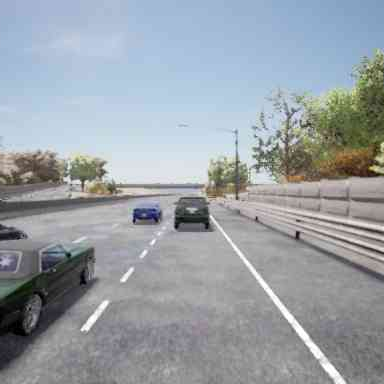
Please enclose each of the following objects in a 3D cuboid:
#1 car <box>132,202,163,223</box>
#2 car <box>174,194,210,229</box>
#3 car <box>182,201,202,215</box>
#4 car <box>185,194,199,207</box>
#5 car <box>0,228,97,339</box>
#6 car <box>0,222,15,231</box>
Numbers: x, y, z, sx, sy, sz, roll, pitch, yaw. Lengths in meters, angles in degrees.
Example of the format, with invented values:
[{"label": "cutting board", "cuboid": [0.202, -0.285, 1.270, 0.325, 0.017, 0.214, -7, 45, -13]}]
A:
[{"label": "car", "cuboid": [-3.400, 1.503, 26.016, 1.882, 1.535, 5.008, 0, 0, 0]}, {"label": "car", "cuboid": [-0.001, 1.240, 22.052, 2.150, 2.045, 5.566, 0, 0, 0]}, {"label": "car", "cuboid": [0.000, 1.644, 35.036, 1.895, 1.301, 4.718, 0, 0, 0]}, {"label": "car", "cuboid": [0.009, 1.308, 53.899, 2.150, 2.045, 5.566, 0, 0, 0]}, {"label": "car", "cuboid": [-3.400, 1.604, 6.585, 1.895, 1.301, 4.718, 0, 0, 0]}, {"label": "car", "cuboid": [-6.901, 1.510, 10.248, 1.837, 1.490, 4.892, 0, 0, 0]}]
